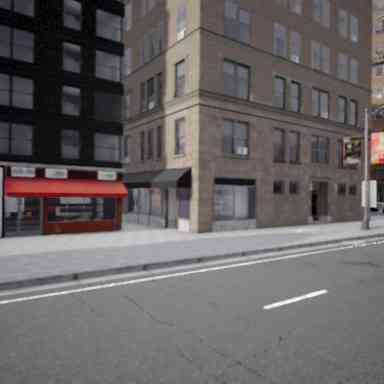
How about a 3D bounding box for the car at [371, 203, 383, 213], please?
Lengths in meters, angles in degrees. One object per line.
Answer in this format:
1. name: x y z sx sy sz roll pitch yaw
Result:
1. car: 23.935 2.035 43.785 1.947 1.339 4.313 1 -1 -35
